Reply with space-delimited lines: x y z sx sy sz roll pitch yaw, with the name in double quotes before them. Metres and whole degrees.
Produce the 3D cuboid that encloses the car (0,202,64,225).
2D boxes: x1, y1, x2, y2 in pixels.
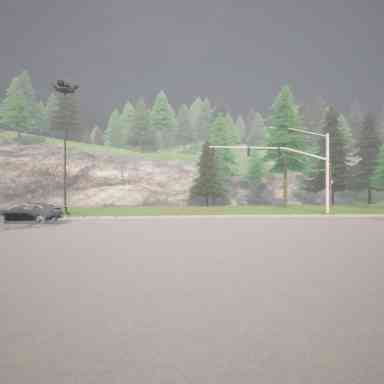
"car" -11.666 1.493 23.619 4.902 1.511 2.128 0 0 2
